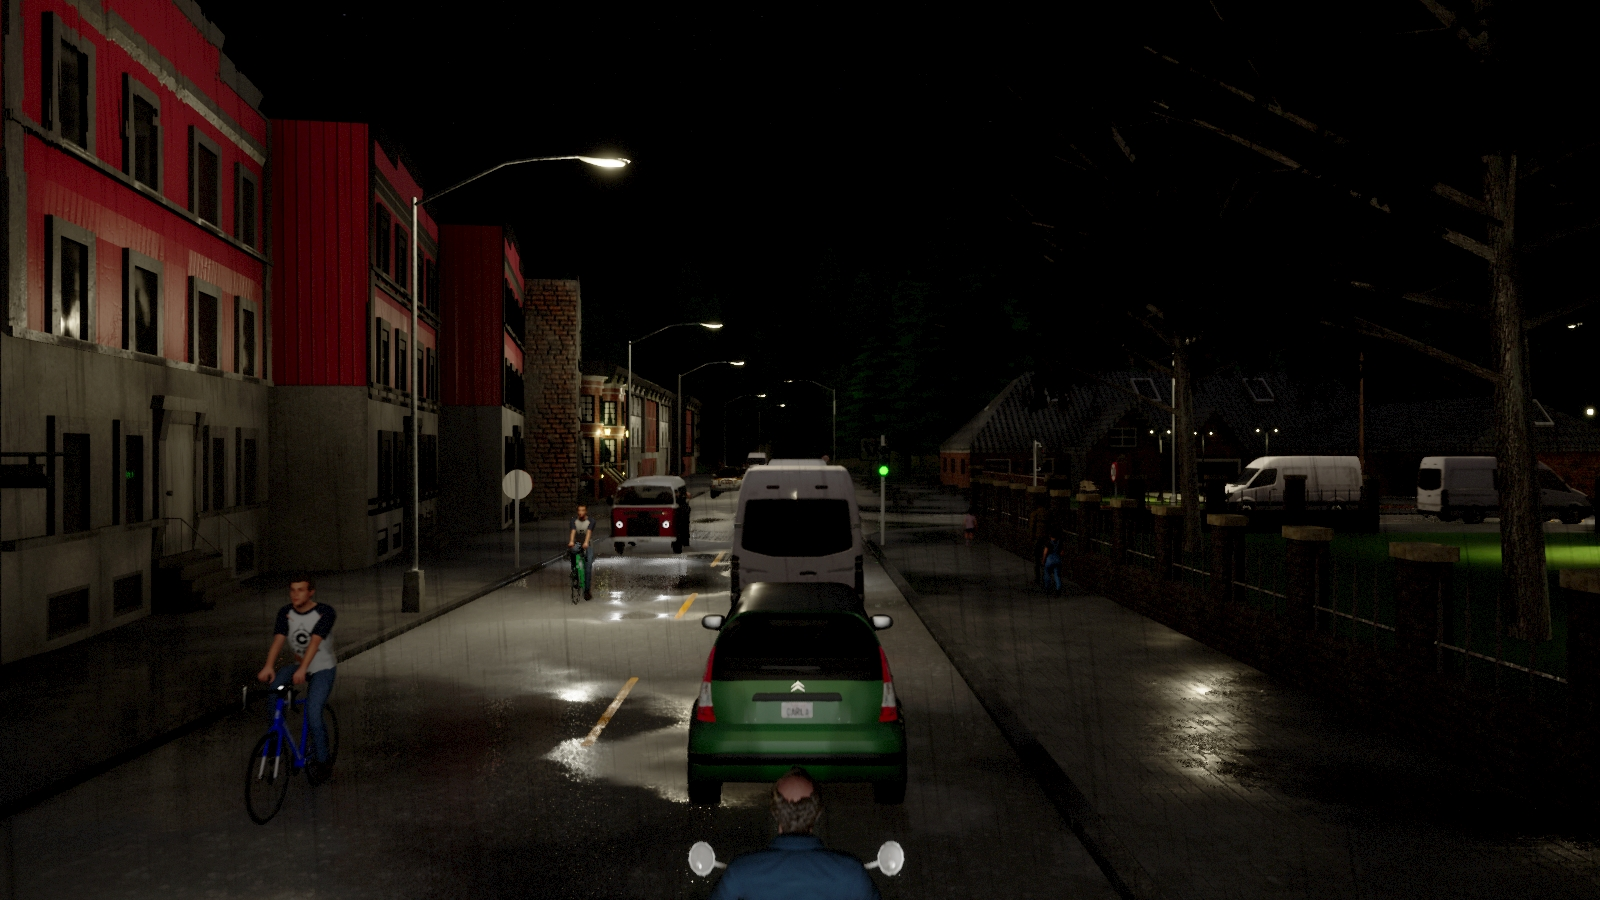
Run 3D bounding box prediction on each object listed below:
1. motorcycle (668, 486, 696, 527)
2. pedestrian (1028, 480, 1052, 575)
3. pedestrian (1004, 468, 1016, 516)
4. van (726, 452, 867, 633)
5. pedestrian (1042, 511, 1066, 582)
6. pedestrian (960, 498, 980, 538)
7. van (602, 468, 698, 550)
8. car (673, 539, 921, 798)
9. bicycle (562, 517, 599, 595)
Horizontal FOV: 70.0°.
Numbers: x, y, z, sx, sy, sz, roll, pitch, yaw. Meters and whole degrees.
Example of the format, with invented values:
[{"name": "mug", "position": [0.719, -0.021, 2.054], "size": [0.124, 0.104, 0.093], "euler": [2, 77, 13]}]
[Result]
[{"name": "motorcycle", "position": [-4.101, 1.950, 39.822], "size": [0.764, 1.277, 2.356], "euler": [0, 0, 0]}, {"name": "pedestrian", "position": [4.743, 1.525, 22.593], "size": [0.375, 1.860, 0.375], "euler": [0, 0, -1]}, {"name": "pedestrian", "position": [8.207, 1.629, 44.624], "size": [0.375, 1.860, 0.375], "euler": [0, 0, -2]}, {"name": "van", "position": [-0.058, 1.315, 19.135], "size": [1.988, 2.561, 5.915], "euler": [0, 0, 0]}, {"name": "pedestrian", "position": [4.758, 1.805, 21.392], "size": [0.375, 1.300, 0.375], "euler": [0, 0, 0]}, {"name": "pedestrian", "position": [4.752, 1.904, 31.943], "size": [0.500, 1.100, 0.500], "euler": [0, 0, 1]}, {"name": "van", "position": [-4.073, 1.562, 31.752], "size": [2.069, 2.038, 4.480], "euler": [0, 0, 0]}, {"name": "car", "position": [-0.027, 1.779, 10.500], "size": [1.851, 1.617, 3.988], "euler": [0, 0, 0]}, {"name": "bicycle", "position": [-4.050, 1.935, 21.113], "size": [0.373, 1.296, 1.643], "euler": [0, 0, 0]}]
